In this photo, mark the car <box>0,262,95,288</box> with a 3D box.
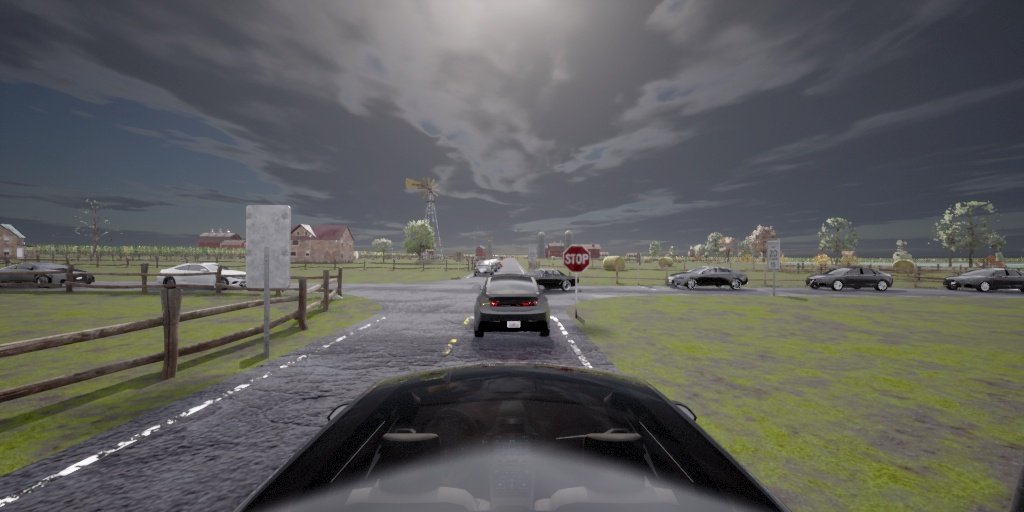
[{"bbox_3d":[-26.353,1.048,20.146,4.181,1.385,1.994,1,-1,-1],"label":"car"}]

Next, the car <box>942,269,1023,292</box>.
[{"bbox_3d":[31.715,1.587,23.846,4.892,1.490,1.837,1,-1,-1],"label":"car"}]

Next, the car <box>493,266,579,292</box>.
[{"bbox_3d":[1.510,1.369,20.342,4.718,1.301,1.895,1,0,-35],"label":"car"}]

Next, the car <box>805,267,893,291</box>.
[{"bbox_3d":[22.212,1.500,23.730,4.892,1.490,1.837,1,-1,-1],"label":"car"}]

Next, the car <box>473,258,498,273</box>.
[{"bbox_3d":[-2.840,1.243,36.985,2.128,1.511,4.902,0,0,0],"label":"car"}]

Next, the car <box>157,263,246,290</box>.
[{"bbox_3d":[-17.233,1.104,20.263,4.674,1.442,1.812,1,-1,-1],"label":"car"}]

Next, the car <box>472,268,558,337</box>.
[{"bbox_3d":[-0.069,1.256,10.297,1.837,1.490,4.892,0,0,-3],"label":"car"}]

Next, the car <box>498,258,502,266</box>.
[{"bbox_3d":[-2.827,1.242,46.431,2.128,1.511,4.902,0,0,0],"label":"car"}]

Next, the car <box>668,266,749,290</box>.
[{"bbox_3d":[12.810,1.397,23.565,4.902,1.511,2.128,1,-1,-2],"label":"car"}]
